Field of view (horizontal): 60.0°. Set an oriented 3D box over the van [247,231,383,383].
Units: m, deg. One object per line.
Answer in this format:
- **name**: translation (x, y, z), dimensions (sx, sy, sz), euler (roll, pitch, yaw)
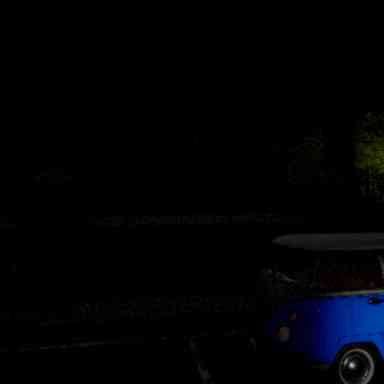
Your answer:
- **van**: translation (2.885, 1.463, 4.747), dimensions (3.998, 1.788, 1.690), euler (0, -2, -9)
